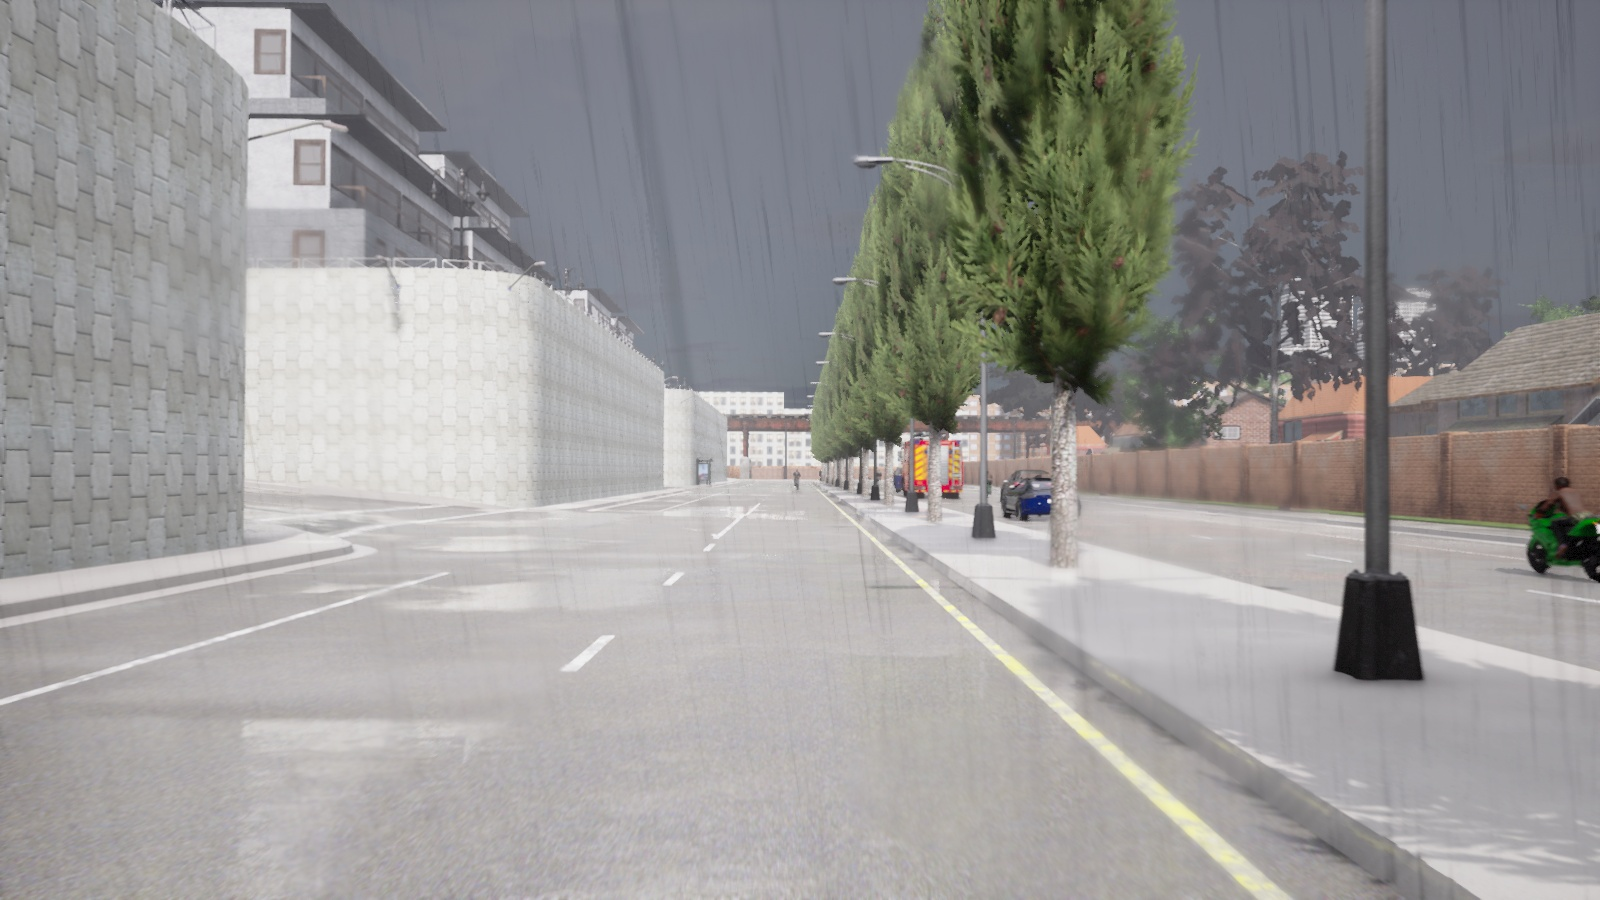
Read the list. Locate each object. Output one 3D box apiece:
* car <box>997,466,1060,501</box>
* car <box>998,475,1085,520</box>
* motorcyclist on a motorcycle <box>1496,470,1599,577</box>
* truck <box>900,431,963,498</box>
[{"bbox_3d":[11.343,1.662,62.636,2.242,1.667,4.611,0,-1,0],"label":"car"},{"bbox_3d":[7.901,1.541,41.453,1.994,1.385,4.181,0,-1,-1],"label":"car"},{"bbox_3d":[11.453,1.067,18.893,0.797,1.523,2.044,0,-1,0],"label":"motorcyclist on a motorcycle"},{"bbox_3d":[7.806,0.885,75.673,2.891,3.827,8.468,0,-1,0],"label":"truck"}]
